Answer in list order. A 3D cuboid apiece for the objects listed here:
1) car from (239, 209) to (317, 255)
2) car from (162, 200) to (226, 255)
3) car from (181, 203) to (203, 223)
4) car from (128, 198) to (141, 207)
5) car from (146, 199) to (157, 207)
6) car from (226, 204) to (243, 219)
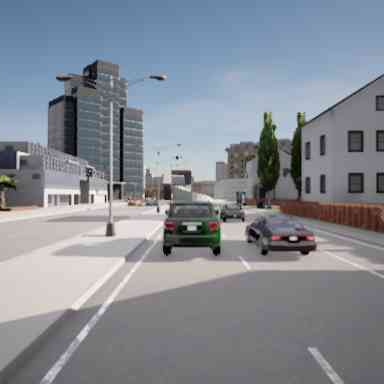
[{"bbox_3d":[3.498,1.680,13.989,2.033,1.411,5.357,0,-1,0],"label":"car"},{"bbox_3d":[-0.003,1.349,14.017,2.150,2.045,5.566,0,0,0],"label":"car"},{"bbox_3d":[-0.003,1.784,29.309,1.837,1.490,4.892,0,0,0],"label":"car"},{"bbox_3d":[-11.517,1.977,66.664,2.097,1.767,4.553,0,0,0],"label":"car"},{"bbox_3d":[-8.020,2.151,66.330,1.812,1.442,4.674,0,-1,0],"label":"car"},{"bbox_3d":[3.497,1.769,29.291,2.128,1.511,4.902,0,0,0],"label":"car"}]
